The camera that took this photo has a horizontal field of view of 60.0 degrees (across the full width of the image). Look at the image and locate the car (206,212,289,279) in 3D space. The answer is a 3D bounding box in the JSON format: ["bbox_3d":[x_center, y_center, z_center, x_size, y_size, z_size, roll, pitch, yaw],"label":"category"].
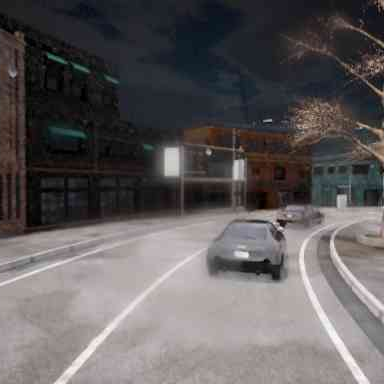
[{"bbox_3d":[1.783,1.506,10.098,1.994,1.385,4.181,1,0,17],"label":"car"}]

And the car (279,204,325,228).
[{"bbox_3d":[7.205,1.466,21.814,2.033,1.411,5.357,1,1,35],"label":"car"}]
